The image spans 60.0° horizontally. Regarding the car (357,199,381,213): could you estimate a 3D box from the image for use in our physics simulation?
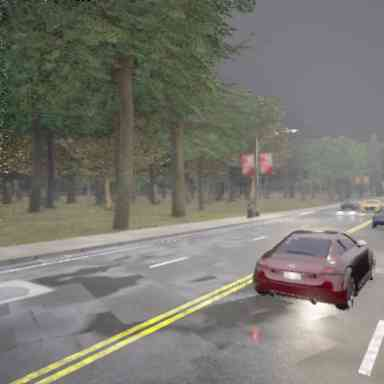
[{"bbox_3d":[21.090,1.623,38.820,1.882,1.535,5.008,-1,-1,36],"label":"car"}]

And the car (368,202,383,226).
[{"bbox_3d":[13.416,1.638,22.332,1.994,1.385,4.181,-1,-1,36],"label":"car"}]

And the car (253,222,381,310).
[{"bbox_3d":[3.146,1.614,8.140,1.994,1.385,4.181,-1,-1,36],"label":"car"}]

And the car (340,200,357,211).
[{"bbox_3d":[21.238,1.795,44.521,1.895,1.301,4.718,-1,-1,36],"label":"car"}]
